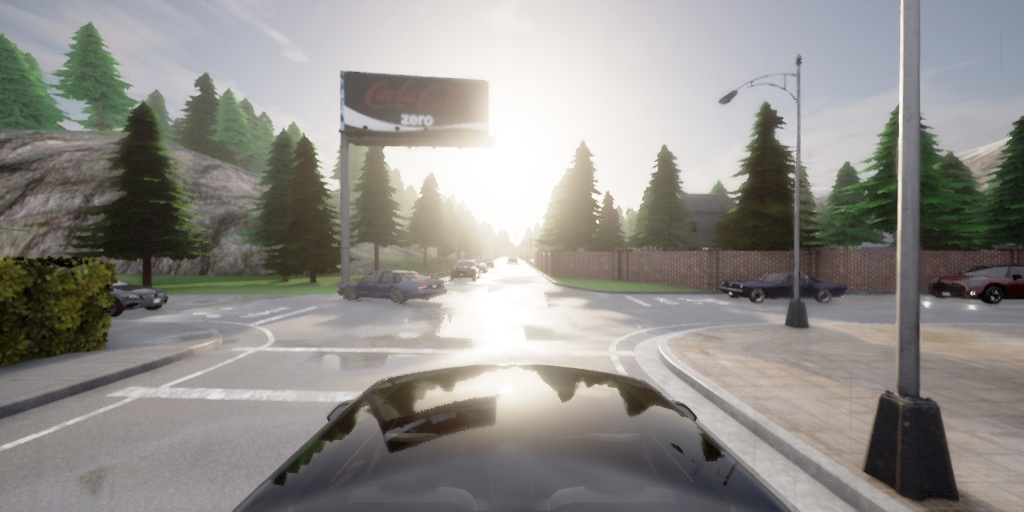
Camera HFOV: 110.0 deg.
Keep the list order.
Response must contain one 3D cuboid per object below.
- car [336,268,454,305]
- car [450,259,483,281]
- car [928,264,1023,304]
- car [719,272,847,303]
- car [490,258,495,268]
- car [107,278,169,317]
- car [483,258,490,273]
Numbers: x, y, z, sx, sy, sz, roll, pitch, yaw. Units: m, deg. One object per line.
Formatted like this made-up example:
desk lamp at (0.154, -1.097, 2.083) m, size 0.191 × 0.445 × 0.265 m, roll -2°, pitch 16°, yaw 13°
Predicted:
car at (-5.570, 1.350, 16.448) m, size 5.357 × 1.411 × 2.033 m, roll 0°, pitch 0°, yaw 27°
car at (-3.593, 1.069, 27.970) m, size 1.837 × 1.490 × 4.892 m, roll 0°, pitch 0°, yaw 0°
car at (22.184, 1.175, 16.413) m, size 4.553 × 1.767 × 2.097 m, roll 0°, pitch 0°, yaw 1°
car at (12.334, 1.422, 16.589) m, size 4.718 × 1.301 × 1.895 m, roll 0°, pitch 0°, yaw 1°
car at (-3.561, 0.997, 51.856) m, size 1.895 × 1.301 × 4.718 m, roll 0°, pitch 0°, yaw 0°
car at (-15.320, 1.373, 12.879) m, size 4.674 × 1.442 × 1.812 m, roll 0°, pitch 0°, yaw -6°
car at (-3.583, 1.021, 37.764) m, size 1.812 × 1.442 × 4.674 m, roll 0°, pitch 0°, yaw 0°
